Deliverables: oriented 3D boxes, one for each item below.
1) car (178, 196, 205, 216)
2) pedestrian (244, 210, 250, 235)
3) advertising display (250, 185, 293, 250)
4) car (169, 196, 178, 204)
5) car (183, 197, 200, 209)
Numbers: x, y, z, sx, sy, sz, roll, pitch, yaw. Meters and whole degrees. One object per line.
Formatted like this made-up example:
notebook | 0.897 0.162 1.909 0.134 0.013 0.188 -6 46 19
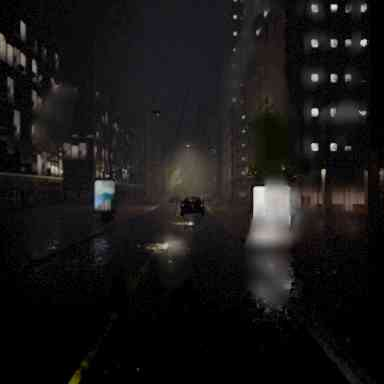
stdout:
car | 0.058 1.198 30.511 2.097 1.767 4.553 0 0 0
pedestrian | 2.431 1.246 13.826 0.500 1.100 0.500 0 0 -2
advertising display | 3.008 0.953 12.597 1.540 2.440 0.280 0 0 0
car | -2.823 1.296 56.547 1.994 1.385 4.181 0 0 0
car | 0.008 1.341 42.225 2.033 1.411 5.357 0 0 0
